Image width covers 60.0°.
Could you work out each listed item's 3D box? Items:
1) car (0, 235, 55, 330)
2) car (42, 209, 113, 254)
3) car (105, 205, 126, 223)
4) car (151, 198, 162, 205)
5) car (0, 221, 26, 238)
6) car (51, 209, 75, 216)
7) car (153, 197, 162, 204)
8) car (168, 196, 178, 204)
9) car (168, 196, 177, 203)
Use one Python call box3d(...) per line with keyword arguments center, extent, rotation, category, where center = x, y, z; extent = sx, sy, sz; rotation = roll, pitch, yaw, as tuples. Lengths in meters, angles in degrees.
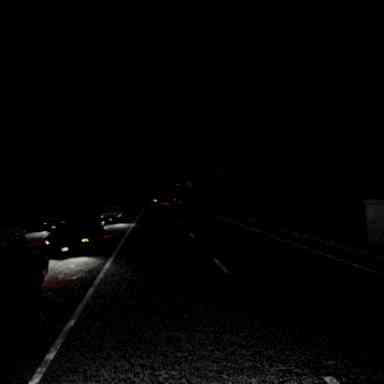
box3d(center=(-4.047, 1.816, 5.793), extent=(1.895, 1.301, 4.718), rotation=(-3, 0, -9), category="car")
box3d(center=(-5.182, 1.825, 15.374), extent=(2.033, 1.411, 5.357), rotation=(-3, 0, -7), category="car")
box3d(center=(-6.745, 1.890, 28.768), extent=(1.812, 1.442, 4.674), rotation=(-3, 1, -6), category="car")
box3d(center=(-7.392, 1.926, 68.783), extent=(2.128, 1.511, 4.902), rotation=(-3, 0, -5), category="car")
box3d(center=(-8.530, 1.980, 13.925), extent=(1.812, 1.442, 4.674), rotation=(-3, 0, -7), category="car")
box3d(center=(-9.936, 2.078, 25.909), extent=(2.033, 1.411, 5.357), rotation=(-3, 0, -7), category="car")
box3d(center=(-8.149, 1.969, 79.147), extent=(1.895, 1.301, 4.718), rotation=(-3, 0, -3), category="car")
box3d(center=(-3.912, 1.717, 69.104), extent=(1.837, 1.490, 4.892), rotation=(-3, 0, -5), category="car")
box3d(center=(-4.662, 1.695, 79.321), extent=(1.812, 1.442, 4.674), rotation=(-3, 0, -3), category="car")
